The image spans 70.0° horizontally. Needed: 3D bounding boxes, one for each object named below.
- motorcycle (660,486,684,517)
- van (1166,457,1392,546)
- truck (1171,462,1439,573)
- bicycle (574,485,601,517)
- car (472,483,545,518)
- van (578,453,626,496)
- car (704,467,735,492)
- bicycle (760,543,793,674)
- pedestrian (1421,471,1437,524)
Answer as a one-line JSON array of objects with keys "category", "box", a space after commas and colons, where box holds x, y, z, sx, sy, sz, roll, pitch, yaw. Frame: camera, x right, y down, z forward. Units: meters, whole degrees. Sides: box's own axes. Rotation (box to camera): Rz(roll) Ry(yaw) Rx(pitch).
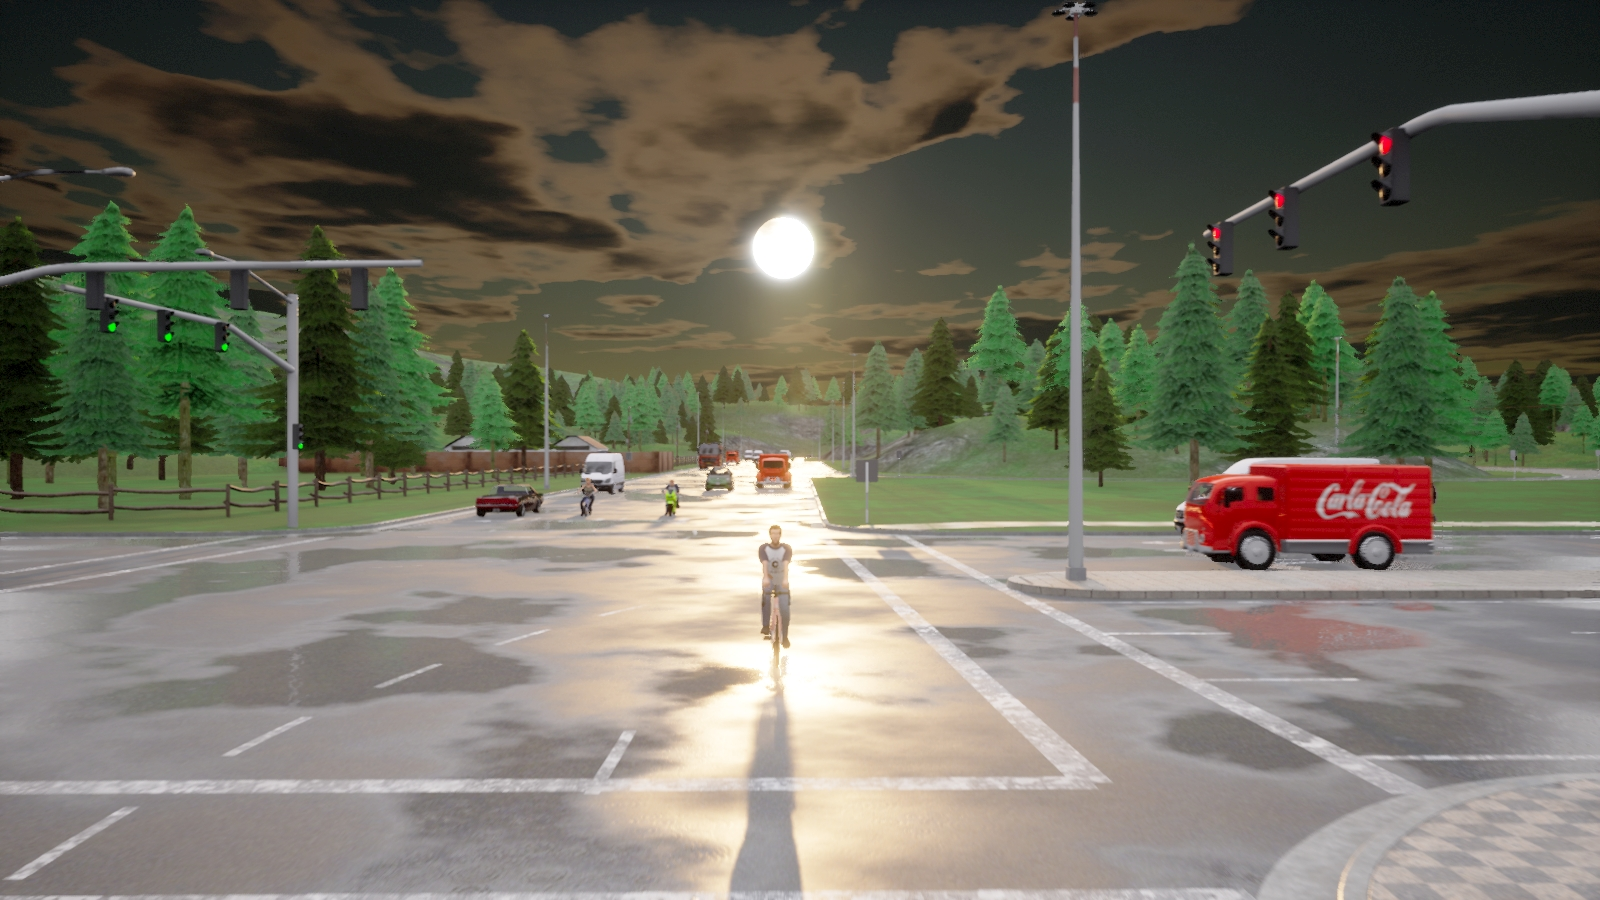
[{"category": "motorcycle", "box": [-5.364, 2.156, 48.003, 0.803, 1.199, 2.033, 0, 0, 0]}, {"category": "van", "box": [14.263, 1.513, 34.245, 5.915, 2.561, 1.988, 0, 0, -1]}, {"category": "truck", "box": [11.887, 1.554, 27.206, 5.204, 2.467, 2.627, 0, 0, -1]}, {"category": "bicycle", "box": [-8.861, 2.128, 47.708, 0.859, 1.277, 1.487, 0, 0, 0]}, {"category": "car", "box": [-12.363, 2.124, 48.748, 1.895, 1.301, 4.718, 0, 0, 0]}, {"category": "van", "box": [-12.374, 1.490, 71.651, 1.988, 2.561, 5.915, 0, 0, 0]}, {"category": "car", "box": [-5.375, 1.952, 76.770, 1.851, 1.617, 3.988, 0, 0, 0]}, {"category": "bicycle", "box": [-0.320, 2.046, 15.078, 0.373, 1.496, 1.643, 0, 0, -3]}, {"category": "pedestrian", "box": [22.263, 1.670, 40.445, 0.375, 1.860, 0.375, 0, 0, 1]}]
